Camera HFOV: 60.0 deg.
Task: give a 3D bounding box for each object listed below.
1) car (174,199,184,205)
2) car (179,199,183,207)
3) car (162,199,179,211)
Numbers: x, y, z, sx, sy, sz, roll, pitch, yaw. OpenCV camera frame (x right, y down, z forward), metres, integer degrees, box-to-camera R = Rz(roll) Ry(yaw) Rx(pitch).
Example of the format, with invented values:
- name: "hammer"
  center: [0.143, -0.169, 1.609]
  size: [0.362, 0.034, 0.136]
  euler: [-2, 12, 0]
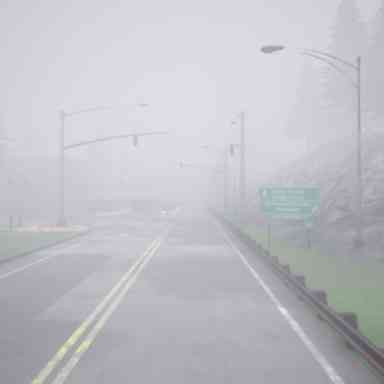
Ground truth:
- name: "car"
  center: [-2.995, 2.285, 79.253]
  size: [2.033, 1.411, 5.357]
  euler: [0, -1, 0]
- name: "car"
  center: [-3.097, 2.102, 64.848]
  size: [2.128, 1.511, 4.902]
  euler: [0, 0, 1]
- name: "car"
  center: [-3.267, 1.959, 48.554]
  size: [1.837, 1.490, 4.892]
  euler: [0, 0, 1]
